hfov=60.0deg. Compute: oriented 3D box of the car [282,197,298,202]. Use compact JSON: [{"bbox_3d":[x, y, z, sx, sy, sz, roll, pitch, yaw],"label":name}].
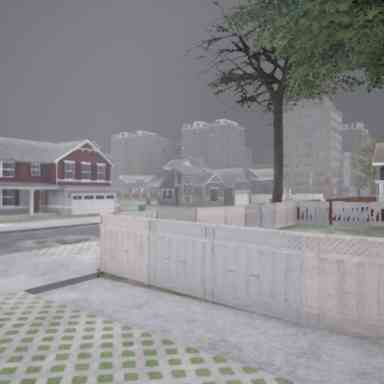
[{"bbox_3d":[13.545,1.398,47.143,2.128,1.511,4.902,0,0,35],"label":"car"}]
